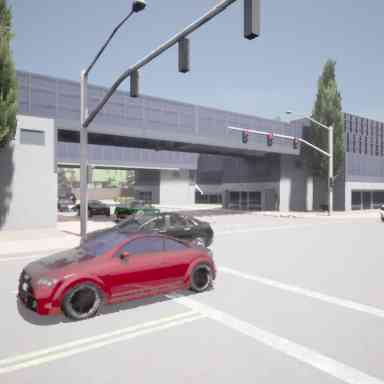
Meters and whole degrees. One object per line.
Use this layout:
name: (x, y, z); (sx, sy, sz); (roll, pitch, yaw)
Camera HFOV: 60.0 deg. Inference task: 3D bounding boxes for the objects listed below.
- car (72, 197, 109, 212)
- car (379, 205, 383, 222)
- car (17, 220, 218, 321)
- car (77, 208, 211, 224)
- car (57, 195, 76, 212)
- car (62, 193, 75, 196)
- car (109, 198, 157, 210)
car: (-9.245, 1.478, 31.020); (1.882, 1.535, 5.008); (0, 0, -36)
car: (16.178, 1.221, 24.770); (5.566, 2.045, 2.150); (0, 0, -37)
car: (-1.462, 1.564, 7.312); (4.181, 1.385, 1.994); (0, 0, -36)
car: (-1.423, 1.505, 11.665); (4.892, 1.490, 1.837); (0, 0, -36)
car: (-14.826, 1.492, 38.692); (2.128, 1.511, 4.902); (0, 0, -36)
car: (-23.692, 1.221, 63.071); (2.150, 2.045, 5.566); (0, 0, -36)
car: (-3.795, 1.352, 23.535); (2.097, 1.767, 4.553); (0, 0, -36)
